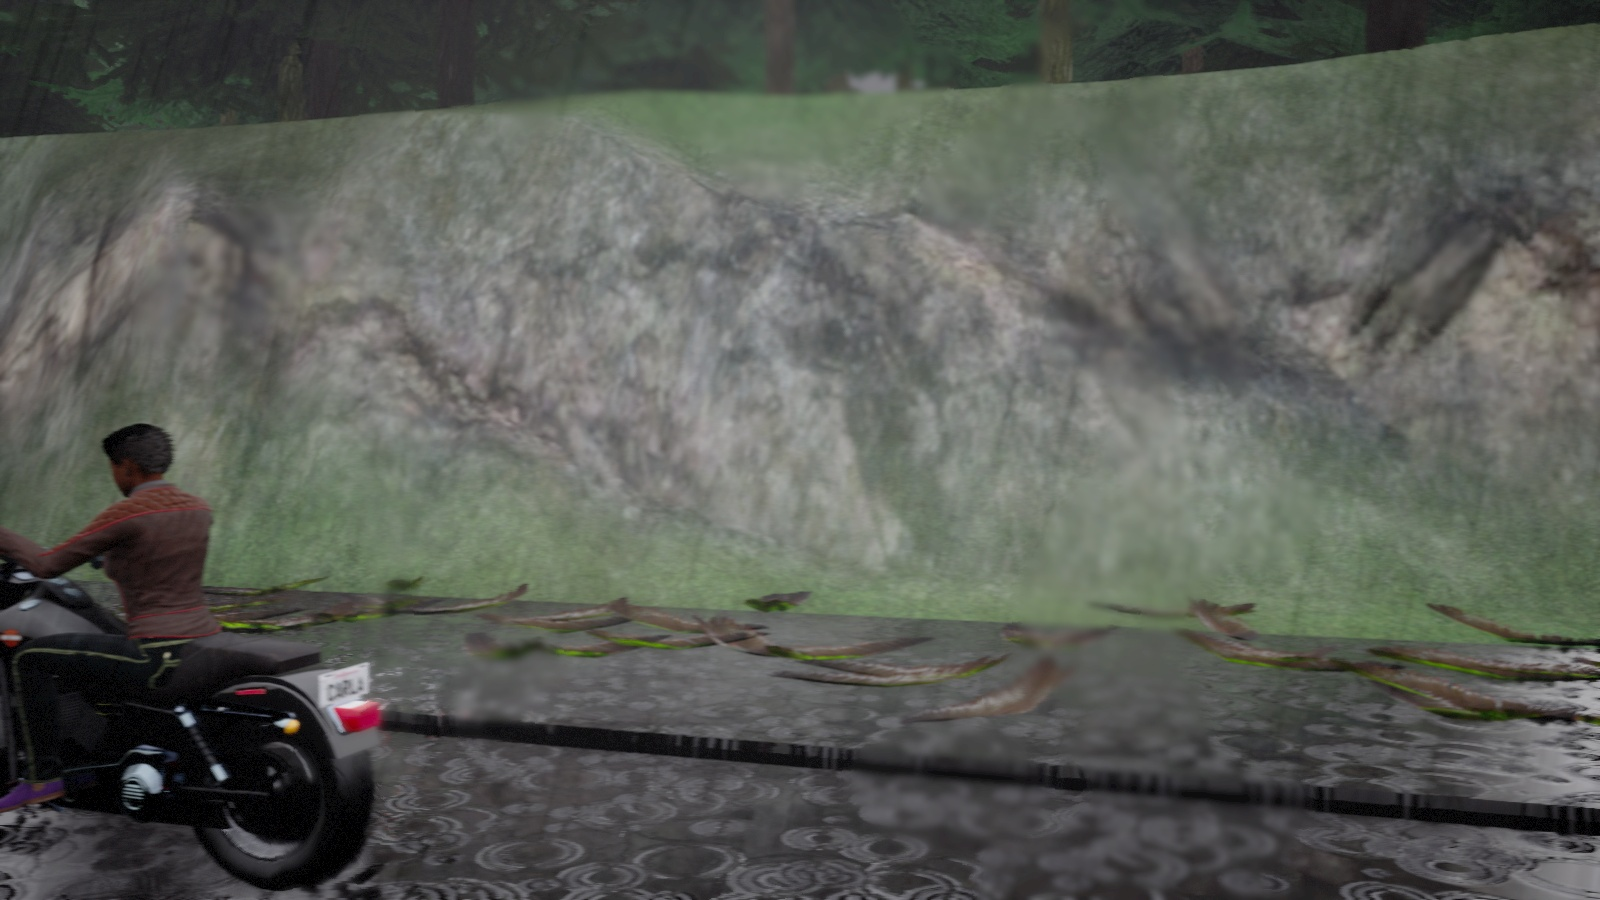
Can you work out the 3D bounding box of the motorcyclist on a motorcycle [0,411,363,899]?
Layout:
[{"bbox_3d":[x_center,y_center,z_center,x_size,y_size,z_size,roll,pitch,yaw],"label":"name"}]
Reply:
[{"bbox_3d":[-2.866,0.691,4.682,2.350,1.649,0.766,0,1,19],"label":"motorcyclist on a motorcycle"}]
